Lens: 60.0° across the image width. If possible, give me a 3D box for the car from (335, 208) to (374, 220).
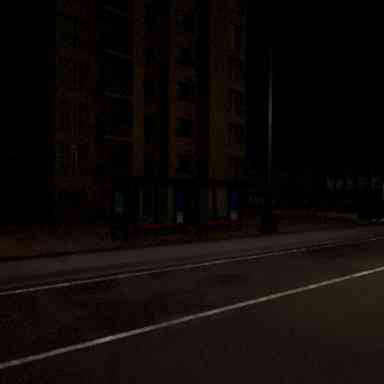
[{"bbox_3d":[17.546,2.394,36.582,1.994,1.385,4.181,1,-5,-36],"label":"car"}]
